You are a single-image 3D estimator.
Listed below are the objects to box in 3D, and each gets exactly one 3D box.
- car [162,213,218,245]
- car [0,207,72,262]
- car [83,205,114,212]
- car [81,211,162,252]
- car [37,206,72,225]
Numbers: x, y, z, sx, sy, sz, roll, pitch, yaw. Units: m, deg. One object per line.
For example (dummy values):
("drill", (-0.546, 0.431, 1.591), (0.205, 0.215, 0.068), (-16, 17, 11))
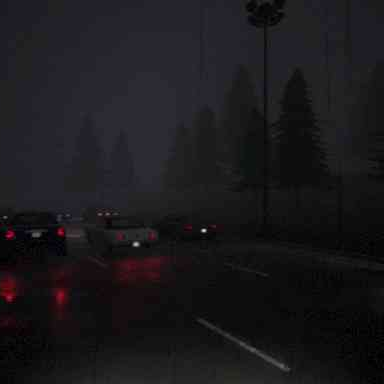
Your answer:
("car", (-0.523, 1.746, 16.885), (1.994, 1.385, 4.181), (0, -1, -32))
("car", (-6.381, 1.481, 13.056), (2.097, 1.767, 4.553), (0, -1, -32))
("car", (-8.057, 1.842, 28.691), (2.033, 1.411, 5.357), (0, -1, -32))
("car", (-3.338, 1.755, 14.782), (1.895, 1.301, 4.718), (0, -1, -32))
("car", (-11.396, 1.876, 27.434), (1.895, 1.301, 4.718), (0, -1, -32))
